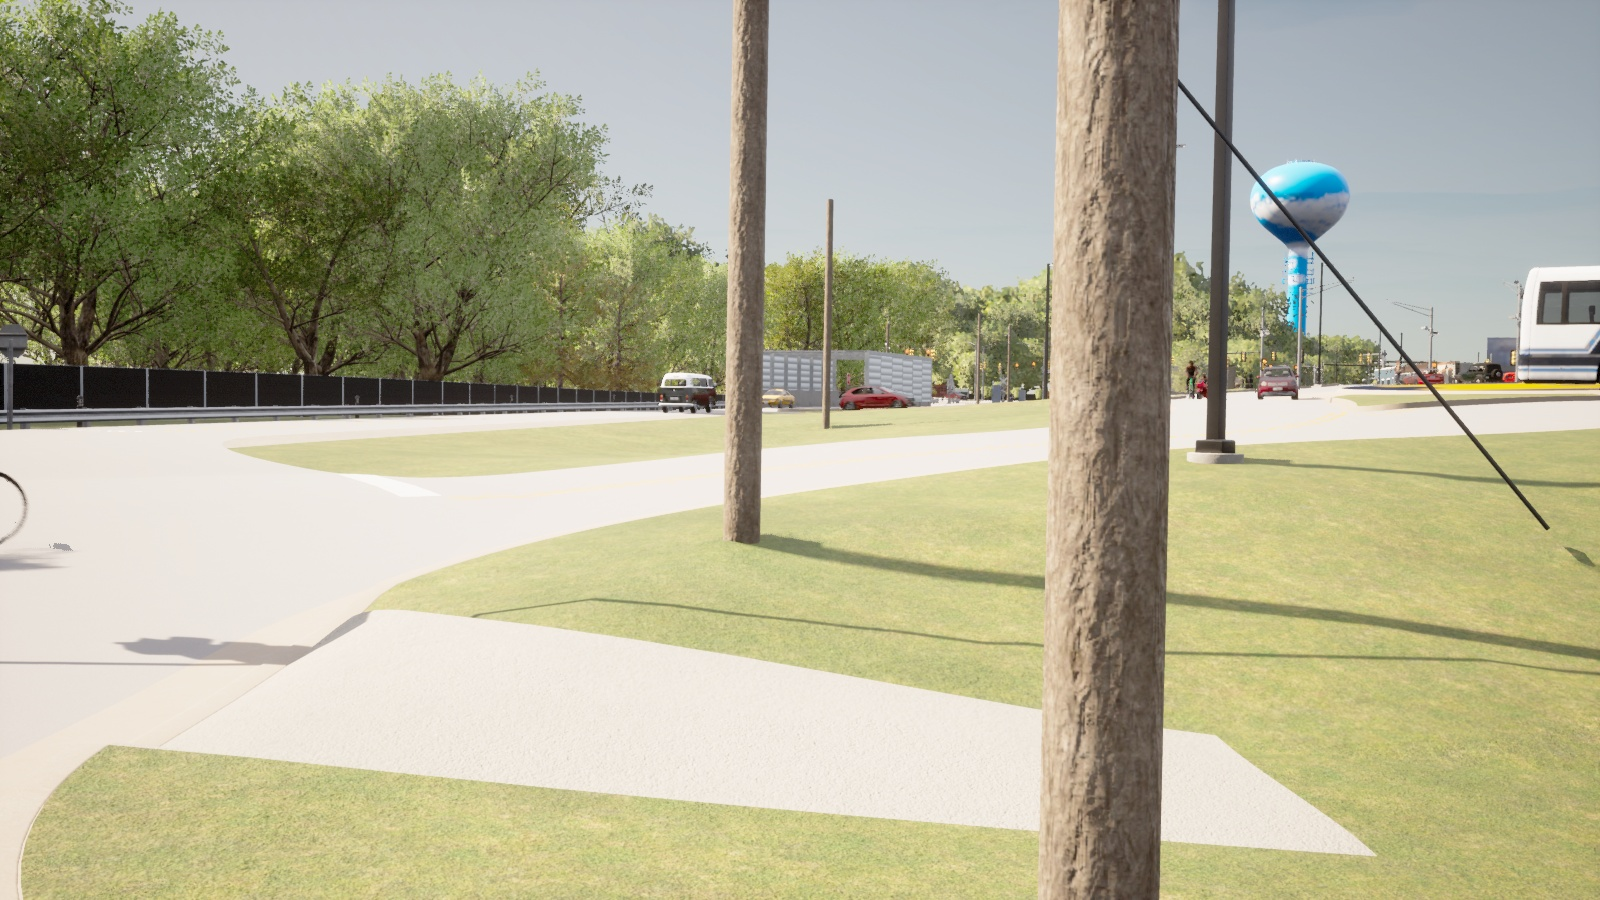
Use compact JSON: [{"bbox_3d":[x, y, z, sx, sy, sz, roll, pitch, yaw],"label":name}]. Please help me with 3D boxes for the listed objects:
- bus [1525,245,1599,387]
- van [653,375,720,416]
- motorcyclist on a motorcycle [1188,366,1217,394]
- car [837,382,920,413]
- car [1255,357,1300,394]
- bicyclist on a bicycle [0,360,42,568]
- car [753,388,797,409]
[{"bbox_3d":[28.492,-4.154,38.784,10.273,4.253,3.944,2,1,33],"label":"bus"},{"bbox_3d":[-5.766,-2.814,64.552,2.069,2.038,4.480,0,3,14],"label":"van"},{"bbox_3d":[22.215,-3.868,69.234,0.797,1.523,2.044,2,5,40],"label":"motorcyclist on a motorcycle"},{"bbox_3d":[4.411,-2.945,70.386,4.193,1.474,1.816,-2,3,19],"label":"car"},{"bbox_3d":[21.220,-3.313,55.884,1.789,1.549,3.705,-1,3,20],"label":"car"},{"bbox_3d":[-7.541,0.133,10.654,1.843,1.776,0.659,-2,3,-30],"label":"bicyclist on a bicycle"},{"bbox_3d":[-1.843,-3.910,94.824,1.801,1.575,5.366,0,3,16],"label":"car"}]
